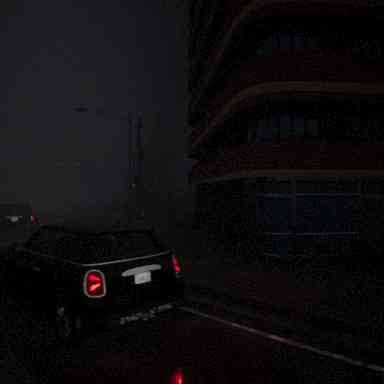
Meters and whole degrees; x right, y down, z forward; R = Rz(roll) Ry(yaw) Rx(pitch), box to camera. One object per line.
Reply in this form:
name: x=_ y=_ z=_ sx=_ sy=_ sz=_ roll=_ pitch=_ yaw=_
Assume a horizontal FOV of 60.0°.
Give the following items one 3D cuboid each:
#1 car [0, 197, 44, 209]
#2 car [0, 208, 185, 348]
car: x=-9.353 y=1.352 z=17.927 sx=2.097 sy=1.767 sz=4.553 roll=0 pitch=0 yaw=-23
car: x=-2.275 y=1.351 z=6.635 sx=4.553 sy=1.767 sz=2.097 roll=0 pitch=0 yaw=44
